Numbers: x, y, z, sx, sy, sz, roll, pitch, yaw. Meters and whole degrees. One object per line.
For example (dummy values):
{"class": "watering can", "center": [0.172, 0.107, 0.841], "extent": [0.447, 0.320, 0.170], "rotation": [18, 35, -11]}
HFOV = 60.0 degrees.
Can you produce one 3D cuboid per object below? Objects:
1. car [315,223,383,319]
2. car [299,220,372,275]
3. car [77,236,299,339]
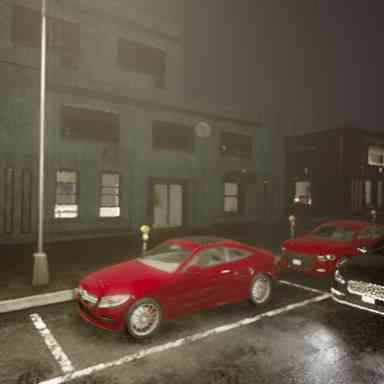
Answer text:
{"class": "car", "center": [4.837, 1.498, 6.816], "extent": [4.892, 1.490, 1.837], "rotation": [0, 0, -36]}
{"class": "car", "center": [4.500, 1.536, 9.757], "extent": [4.507, 1.381, 1.887], "rotation": [0, 1, -35]}
{"class": "car", "center": [-0.043, 1.579, 6.516], "extent": [4.206, 1.307, 1.802], "rotation": [0, 1, -35]}
